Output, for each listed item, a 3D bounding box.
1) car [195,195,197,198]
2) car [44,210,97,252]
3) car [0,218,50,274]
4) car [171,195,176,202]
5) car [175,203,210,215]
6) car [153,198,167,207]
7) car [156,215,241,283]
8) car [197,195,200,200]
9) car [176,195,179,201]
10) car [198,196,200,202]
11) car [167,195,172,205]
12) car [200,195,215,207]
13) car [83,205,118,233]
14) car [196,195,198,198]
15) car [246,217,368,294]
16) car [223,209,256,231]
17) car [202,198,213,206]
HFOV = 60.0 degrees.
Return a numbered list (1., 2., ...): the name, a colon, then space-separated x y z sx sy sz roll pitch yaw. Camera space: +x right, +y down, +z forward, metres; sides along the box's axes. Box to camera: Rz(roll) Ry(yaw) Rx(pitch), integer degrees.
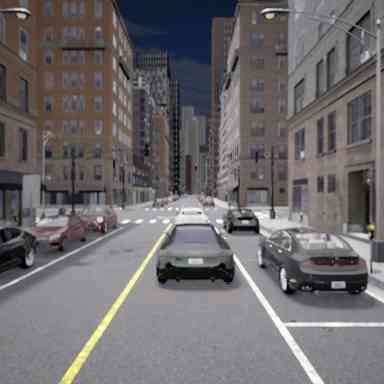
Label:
1. car: 2.850 1.780 94.613 2.192 1.841 5.009 0 0 0
2. car: -5.685 1.631 14.149 1.802 1.307 4.206 0 0 0
3. car: -5.678 1.595 8.647 1.947 1.339 4.313 0 0 0
4. car: -5.681 1.911 83.625 1.752 1.417 4.829 0 0 0
5. car: 0.015 1.591 18.876 1.812 1.442 4.674 0 0 1
6. car: -5.699 1.812 56.753 1.802 1.307 4.206 0 0 0
7. car: 0.072 1.597 9.786 1.994 1.385 4.181 0 0 0
8. car: 2.840 1.792 78.386 1.967 1.590 4.097 0 0 0
9. car: -5.674 1.780 94.613 2.192 1.841 5.009 0 0 0
10. car: 2.834 1.837 67.567 2.008 1.369 4.403 0 0 0
11. car: -5.691 1.837 67.570 2.008 1.369 4.403 0 0 0
12. car: 2.826 1.670 56.750 1.967 1.590 4.097 0 0 0
13. car: -5.691 1.508 19.651 1.967 1.590 4.097 0 0 0
14. car: 2.847 1.865 89.203 1.967 1.590 4.097 0 0 0
15. car: 2.847 1.580 8.657 2.008 1.369 4.403 0 0 0
16. car: 2.835 1.634 19.660 1.947 1.339 4.313 0 0 0
17. car: 2.830 1.783 62.329 1.752 1.417 4.829 0 0 0
